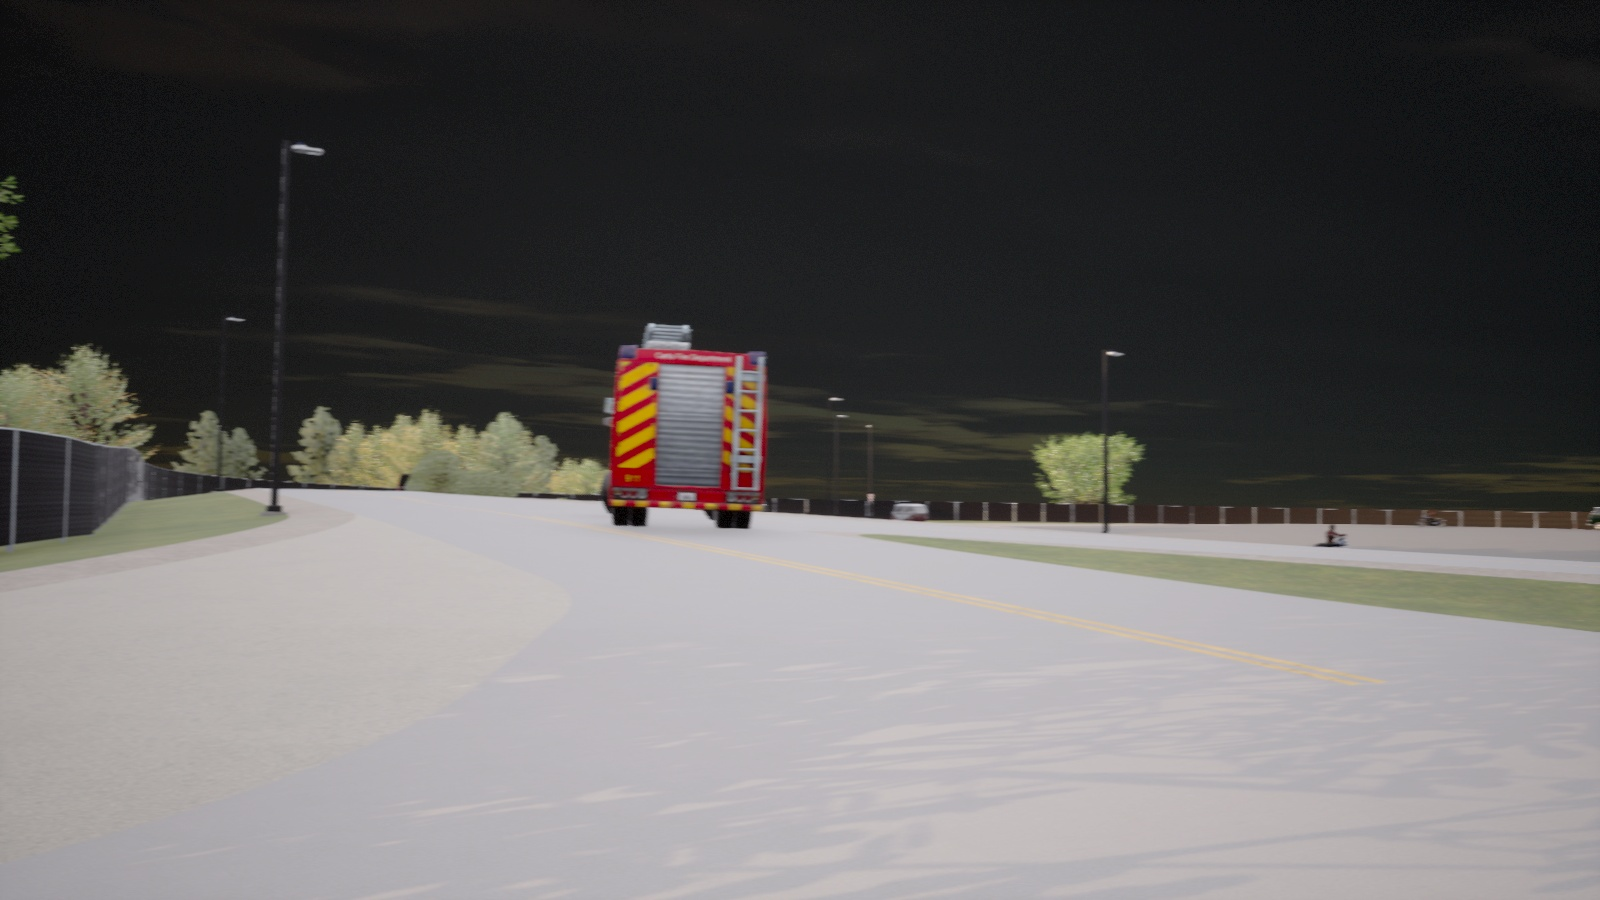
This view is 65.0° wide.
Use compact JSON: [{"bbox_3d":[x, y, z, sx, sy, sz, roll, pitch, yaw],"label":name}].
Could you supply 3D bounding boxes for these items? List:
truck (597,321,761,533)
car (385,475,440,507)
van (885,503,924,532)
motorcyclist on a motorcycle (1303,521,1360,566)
[{"bbox_3d":[-2.825,-0.308,27.531,2.891,3.827,8.468,2,-2,-8],"label":"truck"},{"bbox_3d":[-24.665,2.645,80.061,1.905,1.878,3.866,1,-4,6],"label":"car"},{"bbox_3d":[7.720,4.958,92.517,1.775,1.987,4.442,0,-2,19],"label":"van"},{"bbox_3d":[21.189,3.708,50.097,0.766,1.649,2.350,1,-2,-16],"label":"motorcyclist on a motorcycle"}]
